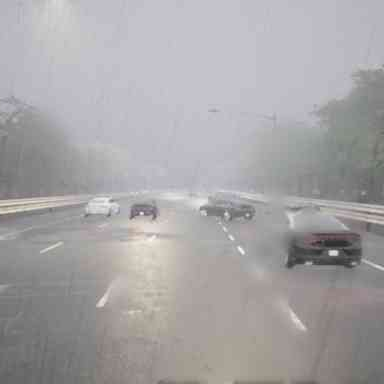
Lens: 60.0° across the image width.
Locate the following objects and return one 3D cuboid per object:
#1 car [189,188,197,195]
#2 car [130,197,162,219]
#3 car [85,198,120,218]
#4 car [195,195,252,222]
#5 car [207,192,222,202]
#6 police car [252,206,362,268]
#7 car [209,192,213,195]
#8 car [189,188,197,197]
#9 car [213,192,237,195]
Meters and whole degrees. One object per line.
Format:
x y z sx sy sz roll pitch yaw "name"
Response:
0.244 -0.111 93.348 2.150 2.045 5.566 0 1 0 "car"
-3.369 1.152 24.736 1.837 1.490 4.892 0 1 0 "car"
-6.866 1.157 25.741 1.812 1.442 4.674 0 1 0 "car"
2.355 1.173 23.309 1.837 1.490 4.892 0 1 -30 "car"
3.623 0.724 54.708 2.163 1.488 4.792 0 1 0 "car"
3.506 1.270 10.815 1.930 1.638 5.238 0 1 0 "police car"
3.589 0.730 43.647 2.097 1.767 4.553 0 1 0 "car"
0.204 0.387 80.665 2.033 1.411 5.357 0 1 0 "car"
3.555 0.887 32.648 2.097 1.767 4.553 0 1 0 "car"
